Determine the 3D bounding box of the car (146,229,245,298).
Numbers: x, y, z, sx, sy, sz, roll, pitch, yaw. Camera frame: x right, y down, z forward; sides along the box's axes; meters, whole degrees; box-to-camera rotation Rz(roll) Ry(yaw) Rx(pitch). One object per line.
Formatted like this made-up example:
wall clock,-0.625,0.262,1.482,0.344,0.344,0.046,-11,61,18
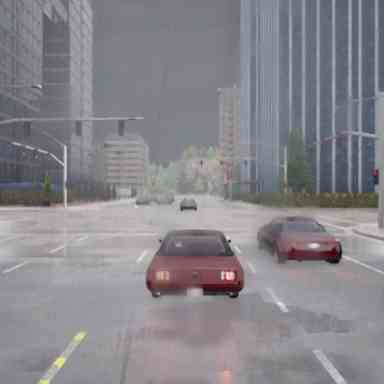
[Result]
car,0.078,1.589,8.432,1.895,1.301,4.718,0,0,0

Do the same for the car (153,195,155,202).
car,-7.944,1.407,68.113,1.837,1.490,4.892,0,1,-1

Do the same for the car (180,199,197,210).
car,-0.440,1.509,41.313,1.994,1.385,4.181,0,0,-1

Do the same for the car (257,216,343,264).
car,3.586,1.548,11.787,1.994,1.385,4.181,0,0,0

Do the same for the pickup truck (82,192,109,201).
pickup truck,-21.138,0.960,73.496,2.390,2.098,6.274,0,0,30

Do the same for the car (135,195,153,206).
car,-7.805,1.434,52.865,1.837,1.490,4.892,0,0,0

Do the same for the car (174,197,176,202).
car,-4.446,1.408,68.143,1.837,1.490,4.892,0,1,-1

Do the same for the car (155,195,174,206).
car,-4.303,1.493,52.677,1.994,1.385,4.181,0,0,0
